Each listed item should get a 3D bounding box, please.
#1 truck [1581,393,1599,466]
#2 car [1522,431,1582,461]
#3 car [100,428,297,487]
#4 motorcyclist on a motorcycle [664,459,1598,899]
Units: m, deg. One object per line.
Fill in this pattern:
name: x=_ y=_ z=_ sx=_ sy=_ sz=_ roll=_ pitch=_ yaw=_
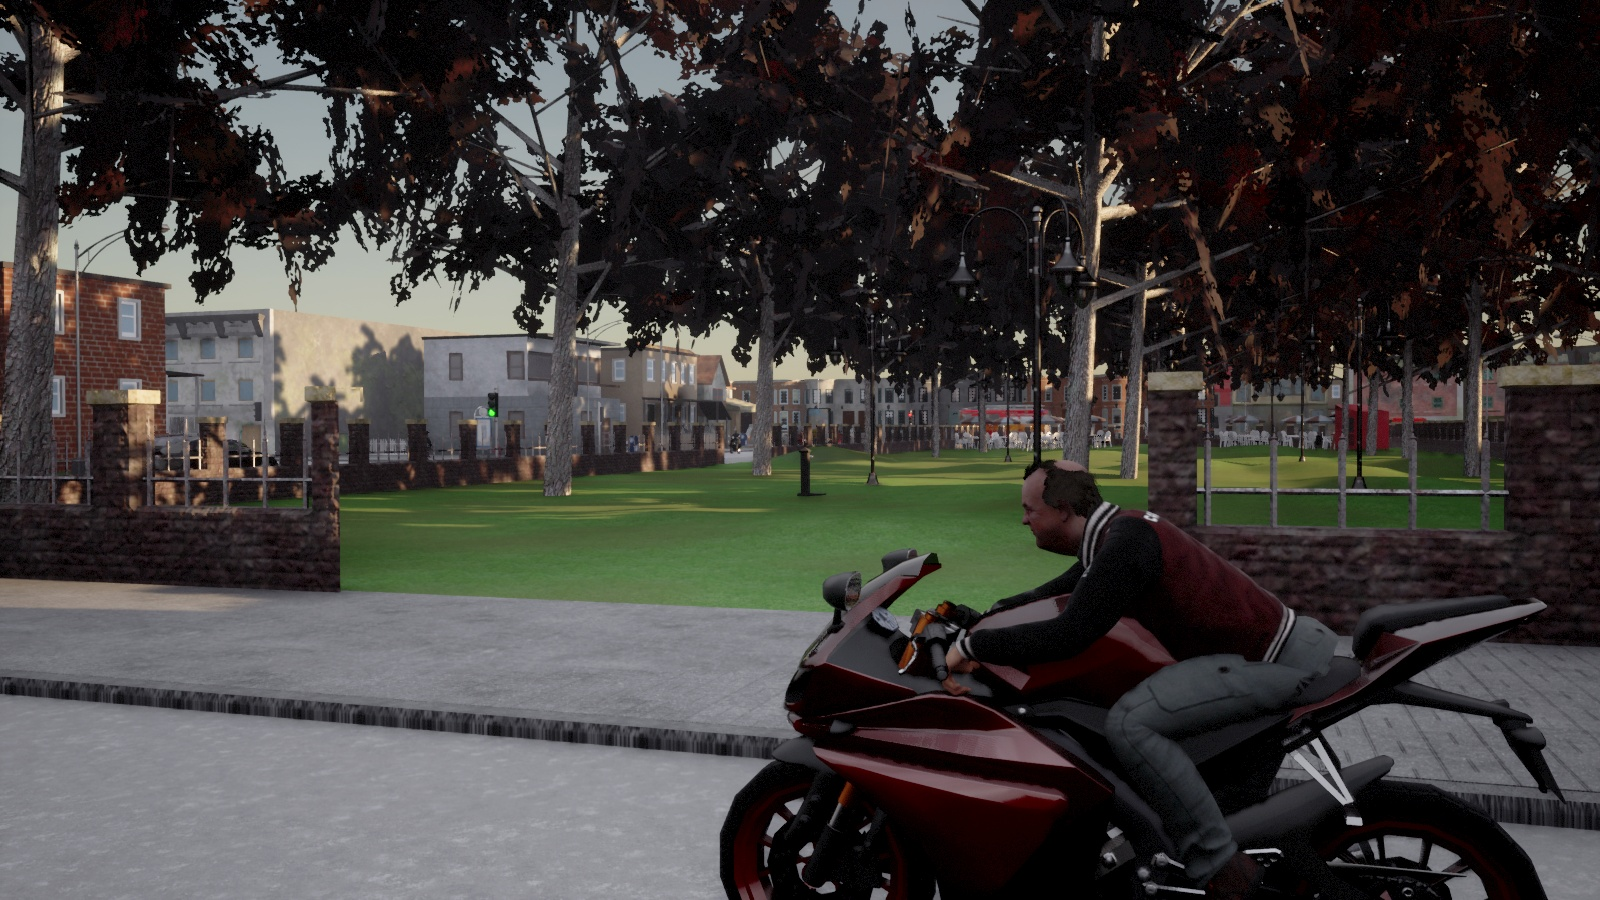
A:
truck: x=38.908 y=-0.940 z=58.127 sx=2.891 sy=3.462 sz=7.936 roll=1 pitch=1 yaw=18
car: x=44.169 y=-0.260 z=73.869 sx=2.033 sy=1.649 sz=4.856 roll=1 pitch=1 yaw=18
car: x=-16.637 y=0.159 z=35.058 sx=2.128 sy=1.511 sz=4.902 roll=1 pitch=1 yaw=18
motorcyclist on a motorcycle: x=0.809 y=0.809 z=3.471 sx=2.191 sy=1.530 sz=0.866 roll=1 pitch=1 yaw=18
